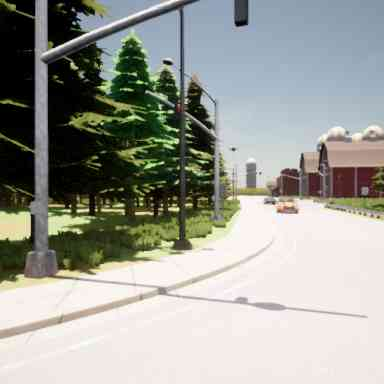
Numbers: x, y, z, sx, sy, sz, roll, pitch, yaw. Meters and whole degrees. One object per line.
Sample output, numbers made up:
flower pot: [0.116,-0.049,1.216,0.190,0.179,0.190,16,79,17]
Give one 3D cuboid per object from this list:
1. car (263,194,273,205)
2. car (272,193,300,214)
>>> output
car: [13.518,1.499,58.216,2.033,1.411,5.357,0,0,8]
car: [9.976,1.322,35.003,2.097,1.767,4.553,0,0,10]
